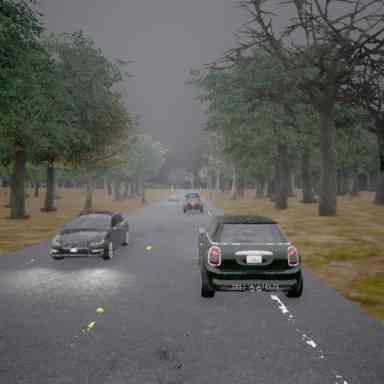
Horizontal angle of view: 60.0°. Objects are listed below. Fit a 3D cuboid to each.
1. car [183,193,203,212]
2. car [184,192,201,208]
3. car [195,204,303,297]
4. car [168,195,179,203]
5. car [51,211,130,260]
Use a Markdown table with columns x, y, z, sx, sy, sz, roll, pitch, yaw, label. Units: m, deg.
| x | y | z | sx | sy | sz | roll | pitch | yaw | label |
| --- | --- | --- | --- | --- | --- | --- | --- | --- | --- |
| 0.140 | 1.298 | 37.196 | 2.097 | 1.767 | 4.553 | 0 | 0 | 0 | car |
| 0.109 | 1.099 | 46.850 | 2.150 | 2.045 | 5.566 | 0 | 0 | 1 | car |
| 1.239 | 1.356 | 8.726 | 2.097 | 1.767 | 4.553 | 0 | 0 | 0 | car |
| -3.394 | 1.267 | 62.103 | 1.812 | 1.442 | 4.674 | 0 | 1 | 0 | car |
| -3.579 | 1.512 | 12.506 | 1.837 | 1.490 | 4.892 | 0 | 0 | 0 | car |
